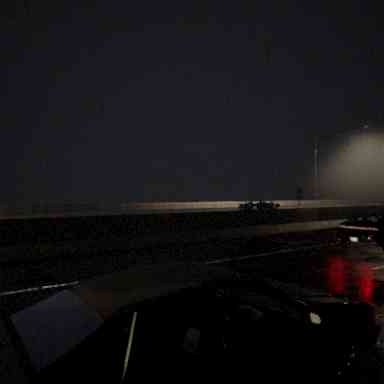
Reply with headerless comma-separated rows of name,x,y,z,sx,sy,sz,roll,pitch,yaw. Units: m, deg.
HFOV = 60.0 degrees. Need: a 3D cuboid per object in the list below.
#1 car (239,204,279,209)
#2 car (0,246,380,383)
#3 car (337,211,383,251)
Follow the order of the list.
car,6.996,1.365,34.724,4.718,1.301,1.895,0,0,-36
car,-0.050,1.556,3.716,5.357,1.411,2.033,0,0,-36
car,8.002,1.557,13.793,4.902,1.511,2.128,0,0,-36
